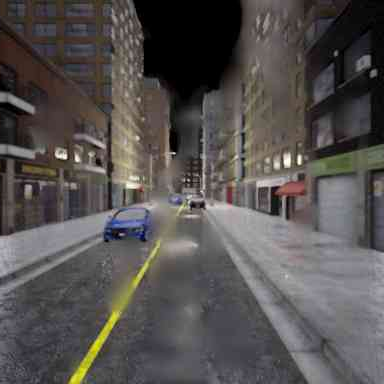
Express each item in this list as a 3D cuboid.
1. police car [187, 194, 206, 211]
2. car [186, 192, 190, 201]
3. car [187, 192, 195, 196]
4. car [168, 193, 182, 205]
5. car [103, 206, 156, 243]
[{"bbox_3d":[0.720,1.404,41.264,1.930,1.638,5.238,0,0,0],"label":"police car"},{"bbox_3d":[-0.194,1.009,75.655,2.150,2.045,5.566,0,0,0],"label":"car"},{"bbox_3d":[0.694,1.317,51.124,2.097,1.767,4.553,0,0,0],"label":"car"},{"bbox_3d":[-2.941,1.180,57.315,2.150,2.045,5.566,0,0,0],"label":"car"},{"bbox_3d":[-2.889,1.477,16.187,1.882,1.535,5.008,0,0,0],"label":"car"}]
